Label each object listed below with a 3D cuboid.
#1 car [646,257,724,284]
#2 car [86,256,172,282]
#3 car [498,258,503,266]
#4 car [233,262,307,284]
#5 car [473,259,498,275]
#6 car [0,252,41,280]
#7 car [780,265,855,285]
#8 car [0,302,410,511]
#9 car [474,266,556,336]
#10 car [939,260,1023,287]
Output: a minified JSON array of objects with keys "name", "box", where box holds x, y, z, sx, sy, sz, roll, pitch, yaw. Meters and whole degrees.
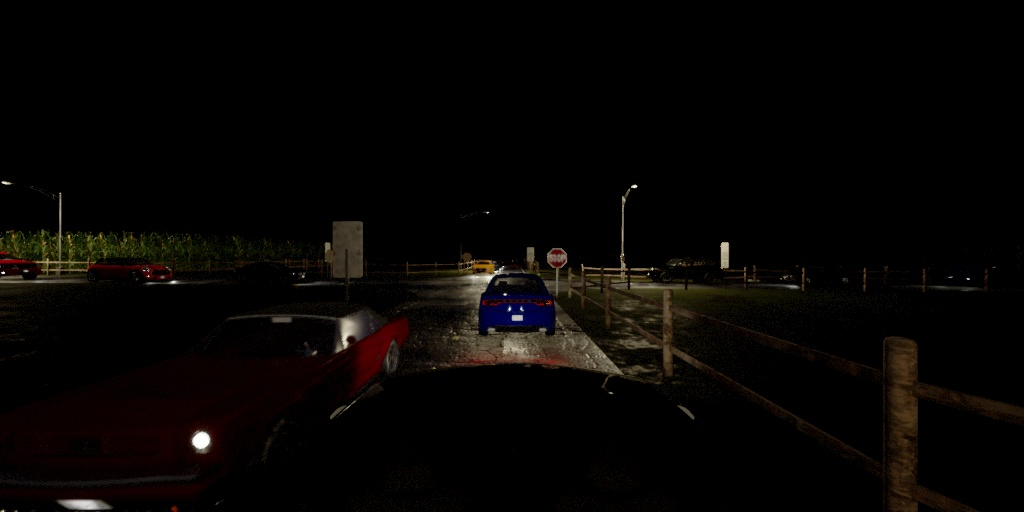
[{"name":"car","box":[13.402,1.087,27.888,5.566,2.045,2.150,0,0,1]},{"name":"car","box":[-26.958,0.903,25.390,4.553,1.767,2.097,0,0,1]},{"name":"car","box":[-2.742,1.309,50.129,1.994,1.385,4.181,0,0,0]},{"name":"car","box":[-17.026,1.155,25.272,4.674,1.442,1.812,0,0,1]},{"name":"car","box":[-2.969,1.224,38.463,1.882,1.535,5.008,0,0,3]},{"name":"car","box":[-37.296,0.692,25.515,5.566,2.045,2.150,0,0,1]},{"name":"car","box":[23.559,1.456,27.755,4.892,1.490,1.837,0,0,1]},{"name":"car","box":[-2.866,1.350,4.601,1.895,1.301,4.718,0,0,0]},{"name":"car","box":[0.120,1.227,10.456,1.882,1.535,5.008,0,0,0]},{"name":"car","box":[36.552,1.295,27.587,5.566,2.045,2.150,1,0,1]}]
